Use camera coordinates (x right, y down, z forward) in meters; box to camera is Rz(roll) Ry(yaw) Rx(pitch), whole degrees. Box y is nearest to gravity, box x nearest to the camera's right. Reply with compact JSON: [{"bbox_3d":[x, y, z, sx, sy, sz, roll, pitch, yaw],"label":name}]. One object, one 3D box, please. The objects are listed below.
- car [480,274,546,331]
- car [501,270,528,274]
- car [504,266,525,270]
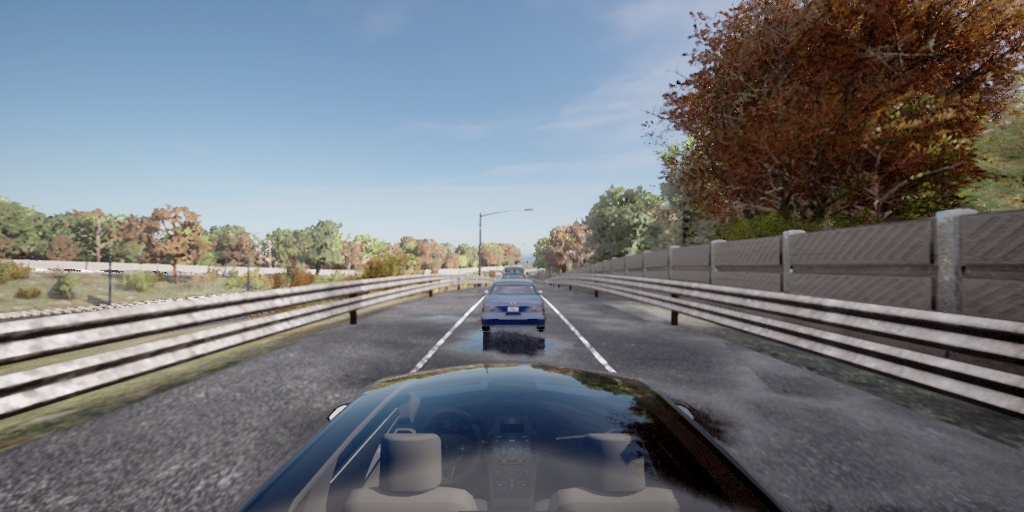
[{"bbox_3d":[0.046,1.454,11.576,2.033,1.411,5.357,0,-1,0],"label":"car"},{"bbox_3d":[0.103,1.777,22.186,1.837,1.490,4.892,0,-3,0],"label":"car"},{"bbox_3d":[0.231,1.962,31.077,2.150,2.045,5.566,0,-4,1],"label":"car"}]
